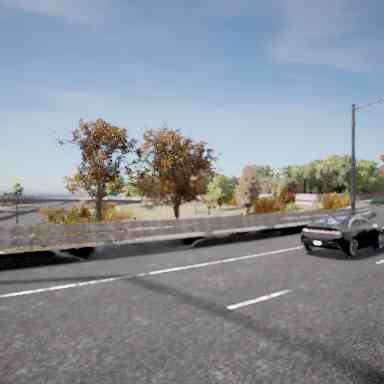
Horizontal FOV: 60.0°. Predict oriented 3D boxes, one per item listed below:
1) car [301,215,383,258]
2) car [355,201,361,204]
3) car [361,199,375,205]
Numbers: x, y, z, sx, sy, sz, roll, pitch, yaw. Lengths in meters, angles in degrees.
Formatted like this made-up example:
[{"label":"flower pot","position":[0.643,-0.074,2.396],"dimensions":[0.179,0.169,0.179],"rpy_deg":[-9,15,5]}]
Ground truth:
[{"label":"car","position":[6.398,1.699,13.873],"dimensions":[4.902,1.511,2.128],"rpy_deg":[1,-1,-43]},{"label":"car","position":[40.320,2.619,84.883],"dimensions":[1.882,1.535,5.008],"rpy_deg":[0,-1,2]},{"label":"car","position":[43.812,2.762,84.684],"dimensions":[1.895,1.301,4.718],"rpy_deg":[0,-1,2]}]
